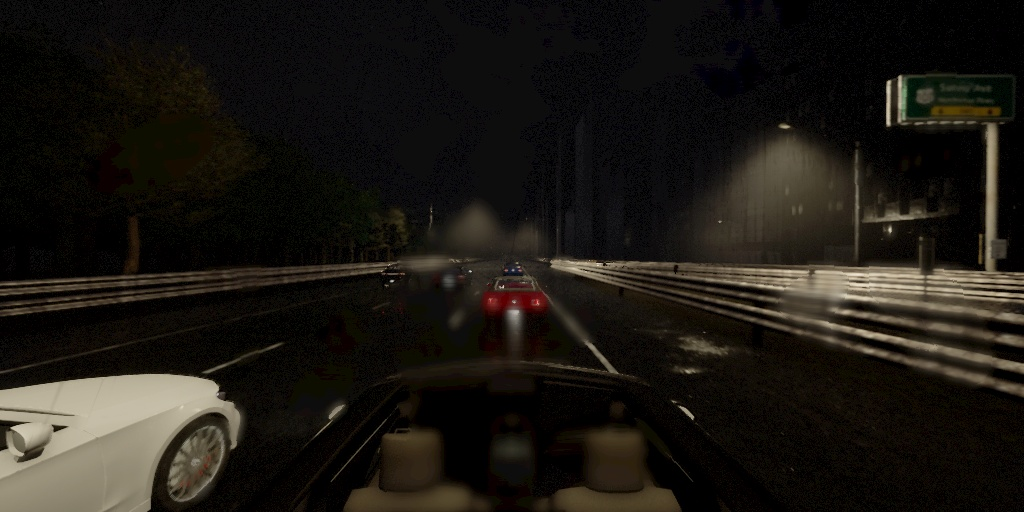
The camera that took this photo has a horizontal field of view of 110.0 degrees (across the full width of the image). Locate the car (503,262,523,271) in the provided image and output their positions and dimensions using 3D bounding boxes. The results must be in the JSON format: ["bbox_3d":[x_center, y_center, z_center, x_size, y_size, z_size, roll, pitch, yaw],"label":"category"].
[{"bbox_3d":[0.093,1.310,33.904,2.033,1.411,5.357,0,0,0],"label":"car"}]

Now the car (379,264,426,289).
[{"bbox_3d":[-6.903,1.246,23.055,2.128,1.511,4.902,0,0,0],"label":"car"}]

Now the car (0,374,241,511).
[{"bbox_3d":[-3.402,1.275,1.319,1.812,1.442,4.674,0,0,0],"label":"car"}]

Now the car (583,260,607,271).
[{"bbox_3d":[11.322,1.313,49.703,1.882,1.535,5.008,0,0,-15],"label":"car"}]

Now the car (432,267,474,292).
[{"bbox_3d":[-3.404,1.318,21.358,1.994,1.385,4.181,0,0,0],"label":"car"}]

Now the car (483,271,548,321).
[{"bbox_3d":[0.095,1.352,12.422,1.895,1.301,4.718,0,0,0],"label":"car"}]
